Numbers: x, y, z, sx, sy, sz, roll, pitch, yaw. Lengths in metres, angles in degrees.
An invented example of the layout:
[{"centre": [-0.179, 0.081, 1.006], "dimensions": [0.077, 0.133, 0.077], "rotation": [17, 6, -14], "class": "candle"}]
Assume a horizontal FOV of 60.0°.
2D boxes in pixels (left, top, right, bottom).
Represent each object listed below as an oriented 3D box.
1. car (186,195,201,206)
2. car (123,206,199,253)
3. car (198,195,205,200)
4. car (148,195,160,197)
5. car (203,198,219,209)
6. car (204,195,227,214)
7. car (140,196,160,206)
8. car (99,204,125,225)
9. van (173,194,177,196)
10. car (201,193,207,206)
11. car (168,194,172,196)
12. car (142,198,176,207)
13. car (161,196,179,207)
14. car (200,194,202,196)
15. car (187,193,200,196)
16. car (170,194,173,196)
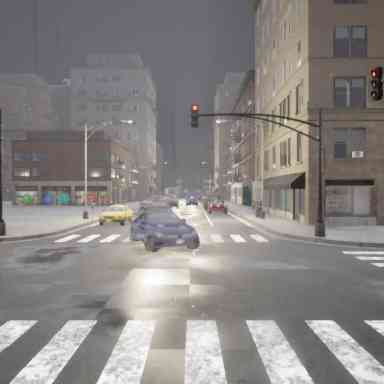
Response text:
[{"centre": [-0.014, 1.604, 53.887], "dimensions": [1.895, 1.301, 4.718], "rotation": [0, 0, 0], "class": "car"}, {"centre": [-1.382, 1.524, 14.055], "dimensions": [1.812, 1.442, 4.674], "rotation": [-1, 0, -24], "class": "car"}, {"centre": [2.613, 1.575, 92.015], "dimensions": [1.947, 1.339, 4.313], "rotation": [0, 0, 0], "class": "car"}, {"centre": [-5.400, 1.317, 46.718], "dimensions": [2.192, 1.841, 5.009], "rotation": [0, 0, 0], "class": "car"}, {"centre": [2.625, 1.568, 46.720], "dimensions": [1.947, 1.339, 4.313], "rotation": [0, 0, 0], "class": "car"}, {"centre": [2.628, 1.441, 35.396], "dimensions": [1.967, 1.590, 4.097], "rotation": [0, 0, 0], "class": "car"}, {"centre": [-5.398, 1.553, 41.056], "dimensions": [2.008, 1.369, 4.403], "rotation": [0, 0, 0], "class": "car"}, {"centre": [-5.394, 1.526, 23.900], "dimensions": [1.752, 1.417, 4.829], "rotation": [0, 0, 0], "class": "car"}, {"centre": [-5.410, 1.349, 86.351], "dimensions": [1.690, 1.788, 3.998], "rotation": [0, 0, 0], "class": "van"}, {"centre": [2.627, 1.317, 41.058], "dimensions": [2.192, 1.841, 5.009], "rotation": [0, 0, 0], "class": "car"}, {"centre": [-5.404, 1.586, 63.704], "dimensions": [1.802, 1.307, 4.206], "rotation": [0, 0, 0], "class": "car"}, {"centre": [-2.854, 1.548, 30.077], "dimensions": [2.033, 1.411, 5.357], "rotation": [0, 0, 0], "class": "car"}, {"centre": [-2.837, 1.603, 46.254], "dimensions": [1.895, 1.301, 4.718], "rotation": [0, 0, 0], "class": "car"}, {"centre": [2.619, 1.555, 69.367], "dimensions": [2.008, 1.369, 4.403], "rotation": [0, 0, 0], "class": "car"}, {"centre": [-0.017, 1.225, 64.189], "dimensions": [2.150, 2.045, 5.566], "rotation": [0, 0, 0], "class": "car"}, {"centre": [-5.406, 1.530, 69.196], "dimensions": [1.752, 1.417, 4.829], "rotation": [0, 0, 0], "class": "car"}]
